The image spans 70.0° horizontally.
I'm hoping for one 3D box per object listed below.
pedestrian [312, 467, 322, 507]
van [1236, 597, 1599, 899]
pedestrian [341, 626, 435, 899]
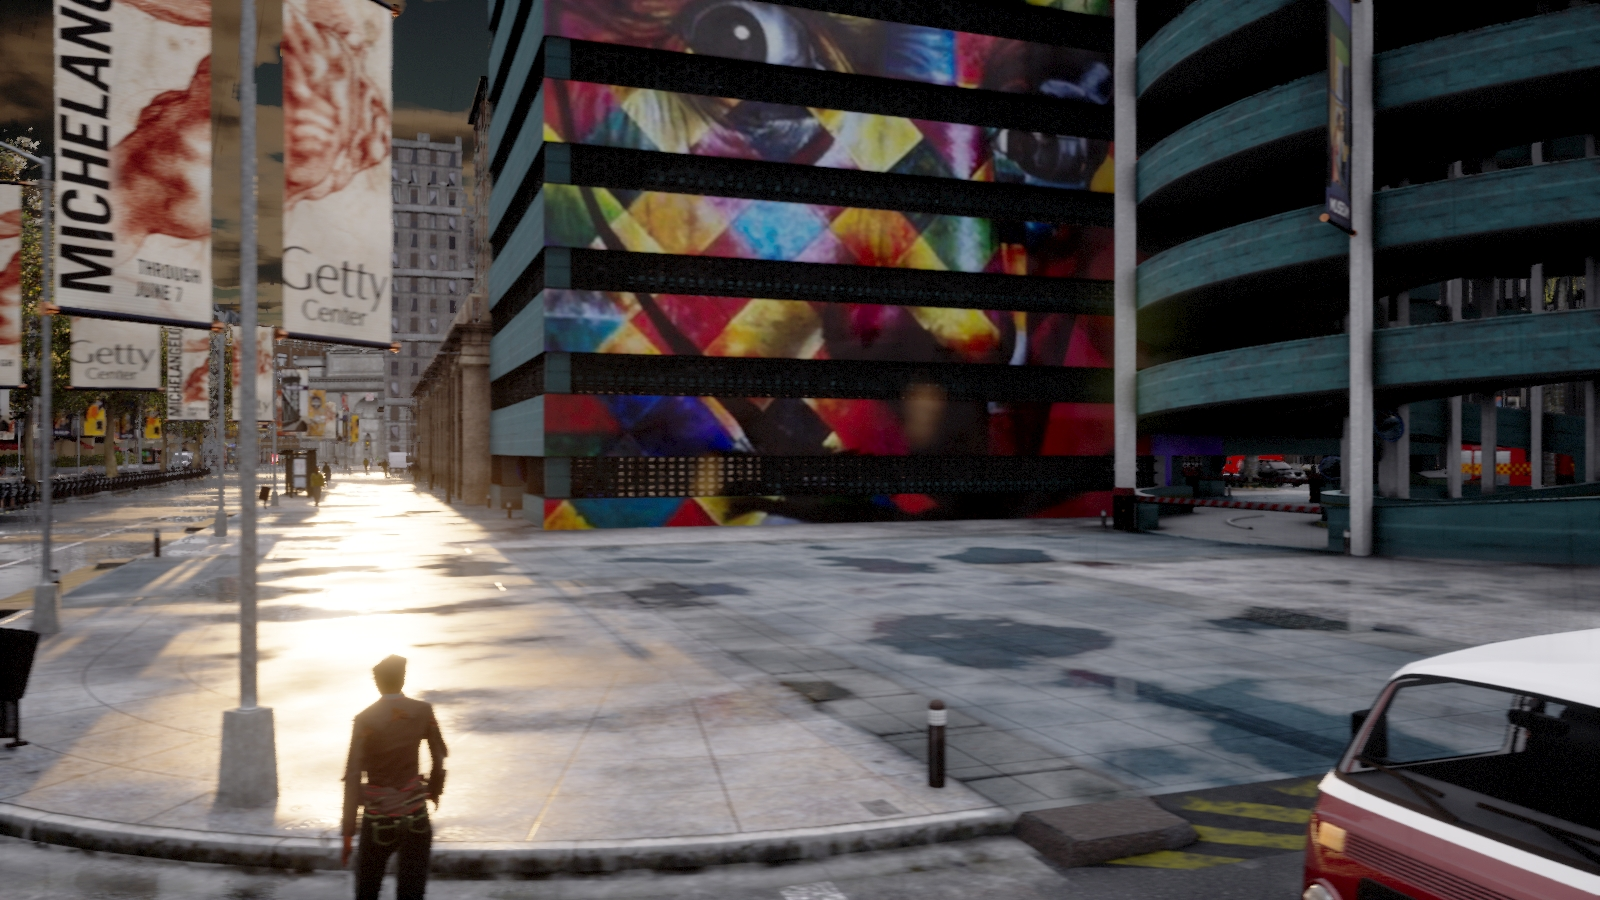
[{"bbox_3d":[-22.208,1.697,52.557,0.375,1.860,0.375,0,0,-19],"label":"pedestrian"},{"bbox_3d":[4.430,1.782,4.947,4.480,2.038,2.069,0,0,-19],"label":"van"},{"bbox_3d":[-2.066,1.849,5.725,0.375,1.860,0.375,0,0,-31],"label":"pedestrian"}]
